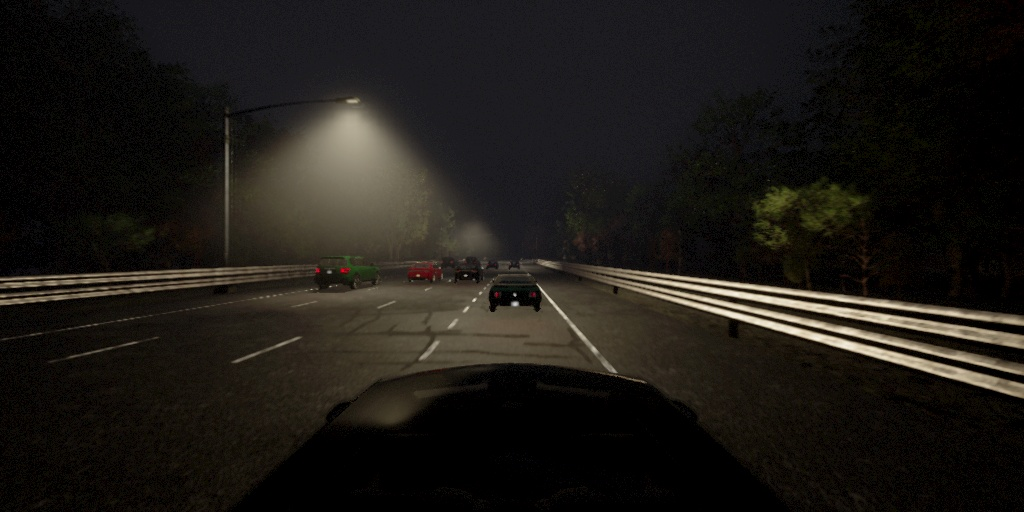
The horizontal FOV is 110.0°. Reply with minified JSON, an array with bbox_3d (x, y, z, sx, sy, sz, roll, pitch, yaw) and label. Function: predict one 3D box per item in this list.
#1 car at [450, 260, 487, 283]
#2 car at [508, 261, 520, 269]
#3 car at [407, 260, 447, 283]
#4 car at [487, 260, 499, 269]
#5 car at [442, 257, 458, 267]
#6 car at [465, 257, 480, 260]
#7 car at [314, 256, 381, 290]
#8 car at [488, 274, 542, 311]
[{"bbox_3d":[-3.333,1.290,28.429,1.882,1.535,5.008,0,0,0],"label":"car"},{"bbox_3d":[0.344,1.438,58.645,2.033,1.411,5.357,0,0,0],"label":"car"},{"bbox_3d":[-6.832,1.290,28.602,1.882,1.535,5.008,0,0,0],"label":"car"},{"bbox_3d":[-3.157,1.437,58.684,2.033,1.411,5.357,0,0,0],"label":"car"},{"bbox_3d":[-10.166,1.112,58.559,2.150,2.045,5.566,0,0,0],"label":"car"},{"bbox_3d":[-6.658,1.116,60.047,2.150,2.045,5.566,0,0,0],"label":"car"},{"bbox_3d":[-10.360,1.017,23.041,2.150,2.045,5.566,0,0,0],"label":"car"},{"bbox_3d":[0.115,1.381,14.645,1.895,1.301,4.718,0,0,0],"label":"car"}]
